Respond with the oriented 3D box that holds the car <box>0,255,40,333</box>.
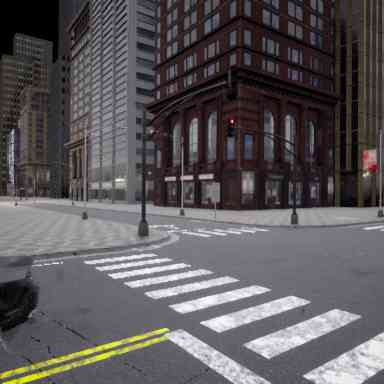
[{"bbox_3d":[-4.676,1.504,4.338,4.892,1.490,1.837,0,0,-36],"label":"car"}]
